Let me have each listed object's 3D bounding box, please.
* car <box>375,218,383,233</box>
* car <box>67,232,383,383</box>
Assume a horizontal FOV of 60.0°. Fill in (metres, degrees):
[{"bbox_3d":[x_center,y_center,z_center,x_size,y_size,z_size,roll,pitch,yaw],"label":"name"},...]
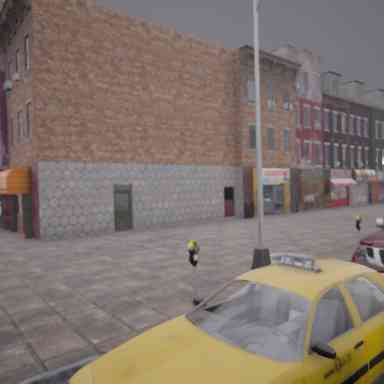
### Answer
[{"bbox_3d":[5.426,1.072,7.159,5.009,1.841,2.192,-2,1,-39],"label":"car"},{"bbox_3d":[1.044,1.449,3.652,4.829,1.417,1.752,-2,1,-39],"label":"car"}]
